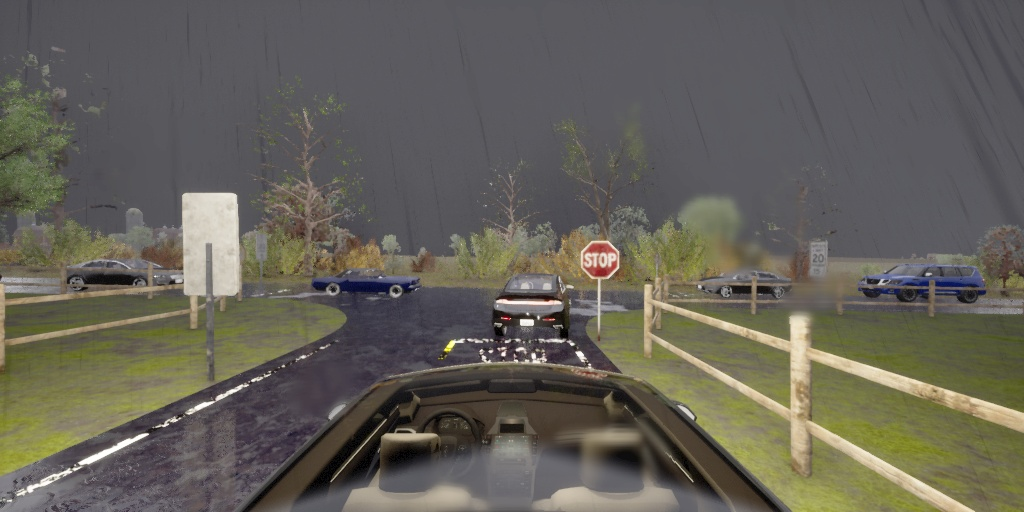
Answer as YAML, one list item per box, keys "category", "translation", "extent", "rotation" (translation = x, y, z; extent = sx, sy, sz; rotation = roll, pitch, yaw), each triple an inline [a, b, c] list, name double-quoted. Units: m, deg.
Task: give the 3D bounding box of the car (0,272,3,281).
- category: "car"
  translation: [-27.784, 0.717, 17.280]
  extent: [4.674, 1.442, 1.812]
  rotation: [1, 1, 0]

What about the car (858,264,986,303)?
- category: "car"
  translation: [22.911, 1.466, 20.138]
  extent: [5.566, 2.045, 2.150]
  rotation: [1, 1, 0]

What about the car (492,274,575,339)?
- category: "car"
  translation: [0.712, 1.240, 10.206]
  extent: [2.128, 1.511, 4.902]
  rotation: [0, 0, 9]

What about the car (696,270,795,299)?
- category: "car"
  translation: [13.015, 1.525, 20.156]
  extent: [4.902, 1.511, 2.128]
  rotation: [1, 1, 0]

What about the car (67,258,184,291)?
- category: "car"
  translation: [-18.480, 0.885, 17.266]
  extent: [4.902, 1.511, 2.128]
  rotation: [1, 1, 0]

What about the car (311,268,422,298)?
- category: "car"
  translation: [-6.812, 1.248, 17.242]
  extent: [4.718, 1.301, 1.895]
  rotation: [1, 1, 0]
